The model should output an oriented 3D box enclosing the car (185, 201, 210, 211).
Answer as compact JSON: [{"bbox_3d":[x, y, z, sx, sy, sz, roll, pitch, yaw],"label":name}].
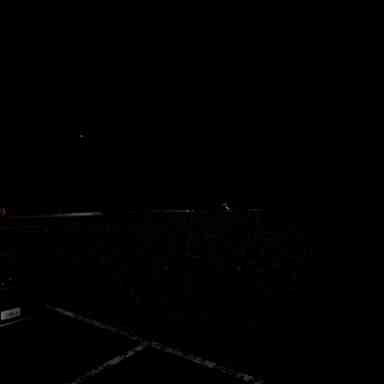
[{"bbox_3d":[0.978,2.467,59.636,1.882,1.535,5.008,0,-1,36],"label":"car"}]

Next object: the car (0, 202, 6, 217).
[{"bbox_3d":[-21.914,1.821,33.809,1.837,1.490,4.892,0,-1,36],"label":"car"}]

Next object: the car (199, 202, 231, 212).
[{"bbox_3d":[3.623,2.367,52.129,1.837,1.490,4.892,0,-1,36],"label":"car"}]

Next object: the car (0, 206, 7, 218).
[{"bbox_3d":[-19.886,1.817,31.039,1.812,1.442,4.674,0,-1,36],"label":"car"}]

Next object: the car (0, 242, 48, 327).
[{"bbox_3d":[-4.419,1.551,6.159,4.403,1.369,2.008,0,0,36],"label":"car"}]

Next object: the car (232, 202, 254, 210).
[{"bbox_3d":[9.664,2.623,60.535,1.994,1.385,4.181,0,-1,36],"label":"car"}]

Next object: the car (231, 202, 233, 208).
[{"bbox_3d":[7.034,2.558,62.446,2.128,1.511,4.902,0,-1,36],"label":"car"}]

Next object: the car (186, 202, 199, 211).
[{"bbox_3d":[1.148,2.365,54.255,2.128,1.511,4.902,0,-1,37],"label":"car"}]

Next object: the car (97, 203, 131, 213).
[{"bbox_3d":[-11.297,2.259,48.423,1.895,1.301,4.718,0,-1,36],"label":"car"}]

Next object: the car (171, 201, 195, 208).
[{"bbox_3d":[-1.671,2.281,61.521,1.895,1.301,4.718,0,-1,36],"label":"car"}]

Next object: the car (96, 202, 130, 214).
[{"bbox_3d":[-10.393,2.086,44.138,2.128,1.511,4.902,0,-1,36],"label":"car"}]
